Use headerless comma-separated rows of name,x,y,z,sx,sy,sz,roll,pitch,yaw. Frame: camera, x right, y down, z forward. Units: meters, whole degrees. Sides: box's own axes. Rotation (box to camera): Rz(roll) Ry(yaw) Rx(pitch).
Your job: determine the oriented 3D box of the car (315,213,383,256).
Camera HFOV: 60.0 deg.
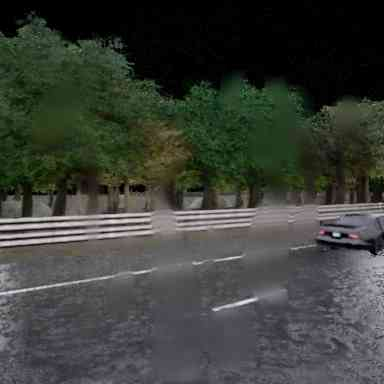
car,7.068,1.525,13.000,5.357,1.411,2.033,0,0,-35
